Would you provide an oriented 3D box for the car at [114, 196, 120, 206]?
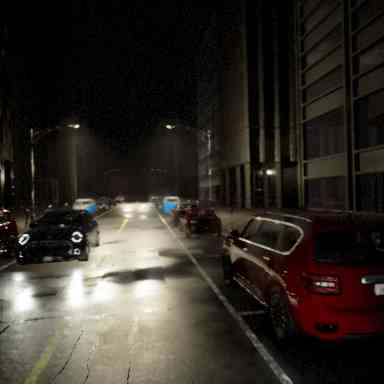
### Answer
[{"bbox_3d":[-14.652,1.869,60.435,1.752,1.417,4.829,-1,0,-8],"label":"car"}]

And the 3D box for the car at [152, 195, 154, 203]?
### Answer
[{"bbox_3d":[-5.449,1.638,56.483,1.752,1.417,4.829,-1,0,-8],"label":"car"}]

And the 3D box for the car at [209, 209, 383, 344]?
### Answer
[{"bbox_3d":[1.987,1.262,6.380,2.192,1.841,5.009,-1,0,-8],"label":"car"}]

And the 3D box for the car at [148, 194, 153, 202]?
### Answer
[{"bbox_3d":[-8.718,1.757,78.507,2.008,1.369,4.403,-1,0,-8],"label":"car"}]

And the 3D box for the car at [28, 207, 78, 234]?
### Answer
[{"bbox_3d":[-8.908,1.761,21.763,2.008,1.369,4.403,-1,0,-8],"label":"car"}]

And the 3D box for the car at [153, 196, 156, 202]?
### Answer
[{"bbox_3d":[-4.625,1.619,50.935,1.752,1.417,4.829,-1,0,-8],"label":"car"}]

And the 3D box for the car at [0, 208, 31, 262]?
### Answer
[{"bbox_3d":[-7.266,1.490,10.666,2.192,1.841,5.009,-1,0,-8],"label":"car"}]

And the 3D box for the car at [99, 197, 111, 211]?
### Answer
[{"bbox_3d":[-12.207,1.724,43.959,1.967,1.590,4.097,-1,0,-8],"label":"car"}]

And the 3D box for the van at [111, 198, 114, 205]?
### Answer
[{"bbox_3d":[-13.033,1.644,49.507,1.690,1.788,3.998,-1,0,-8],"label":"van"}]

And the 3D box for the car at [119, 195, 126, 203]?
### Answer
[{"bbox_3d":[-17.147,1.982,77.249,1.947,1.339,4.313,-1,0,-8],"label":"car"}]

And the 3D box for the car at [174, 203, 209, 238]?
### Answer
[{"bbox_3d":[0.344,1.527,17.477,1.887,1.381,4.507,-1,0,-8],"label":"car"}]

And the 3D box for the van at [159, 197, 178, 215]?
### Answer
[{"bbox_3d":[-2.132,1.379,34.122,1.690,1.788,3.998,-1,0,-8],"label":"van"}]

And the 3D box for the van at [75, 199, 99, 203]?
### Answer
[{"bbox_3d":[-10.561,1.588,32.861,1.690,1.788,3.998,-1,0,-8],"label":"van"}]

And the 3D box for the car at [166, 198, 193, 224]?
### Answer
[{"bbox_3d":[-0.482,1.441,23.025,1.967,1.590,4.097,-1,0,-8],"label":"car"}]

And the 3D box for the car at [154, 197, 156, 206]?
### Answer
[{"bbox_3d":[-3.775,1.640,45.219,1.947,1.339,4.313,-1,0,-8],"label":"car"}]

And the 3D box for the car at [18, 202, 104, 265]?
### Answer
[{"bbox_3d":[-4.728,1.463,12.351,2.097,1.767,4.553,-1,0,-9],"label":"car"}]

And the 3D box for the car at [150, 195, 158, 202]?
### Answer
[{"bbox_3d":[-10.368,1.695,89.604,1.967,1.590,4.097,-1,0,-8],"label":"car"}]

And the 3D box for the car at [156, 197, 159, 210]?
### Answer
[{"bbox_3d":[-2.951,1.601,39.670,1.887,1.381,4.507,-1,0,-8],"label":"car"}]
